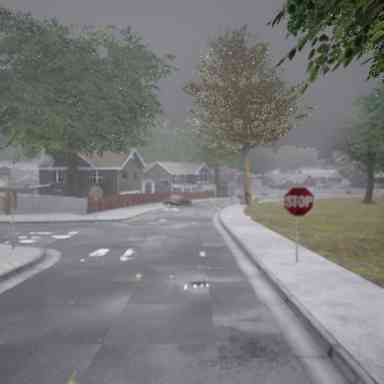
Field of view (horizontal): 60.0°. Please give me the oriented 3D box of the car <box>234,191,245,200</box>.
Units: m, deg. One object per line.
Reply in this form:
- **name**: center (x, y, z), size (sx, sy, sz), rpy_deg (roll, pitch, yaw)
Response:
- **car**: center (9.906, 0.639, 64.370), size (2.097, 1.767, 4.553), rpy_deg (2, 2, 31)

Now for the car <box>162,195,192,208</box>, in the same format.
- **car**: center (-1.661, 1.059, 40.265), size (2.033, 1.411, 5.357), rpy_deg (5, 2, 22)
